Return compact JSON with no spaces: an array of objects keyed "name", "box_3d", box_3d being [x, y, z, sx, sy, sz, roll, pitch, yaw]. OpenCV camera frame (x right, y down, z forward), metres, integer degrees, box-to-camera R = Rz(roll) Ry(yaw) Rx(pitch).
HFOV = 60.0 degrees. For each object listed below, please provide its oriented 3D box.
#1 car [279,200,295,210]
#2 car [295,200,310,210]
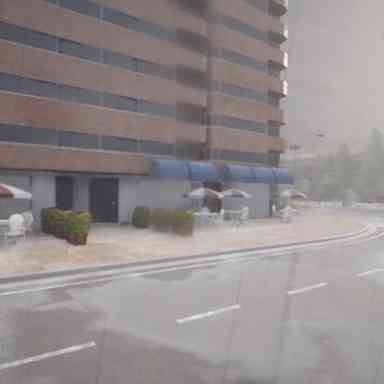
[{"name":"car","box_3d":[12.127,1.917,48.572,1.837,1.490,4.892,1,-1,-34]},{"name":"car","box_3d":[15.366,1.924,50.002,1.882,1.535,5.008,1,-1,-33]}]
